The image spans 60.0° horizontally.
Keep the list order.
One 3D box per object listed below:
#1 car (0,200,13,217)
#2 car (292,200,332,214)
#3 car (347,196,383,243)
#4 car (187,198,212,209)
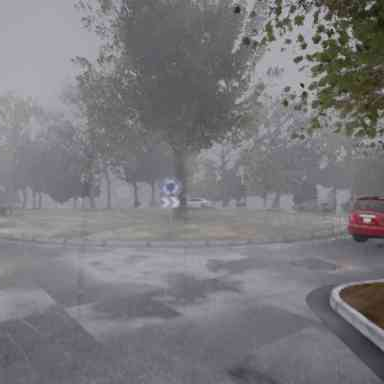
[{"bbox_3d":[-17.392,1.461,28.235,1.837,1.490,4.892,-1,0,8],"label":"car"},{"bbox_3d":[12.425,1.510,34.641,1.994,1.385,4.181,0,0,-28],"label":"car"},{"bbox_3d":[9.166,1.199,14.561,5.566,2.045,2.150,0,1,-32],"label":"car"},{"bbox_3d":[0.199,1.461,42.470,4.674,1.442,1.812,0,0,7],"label":"car"}]
